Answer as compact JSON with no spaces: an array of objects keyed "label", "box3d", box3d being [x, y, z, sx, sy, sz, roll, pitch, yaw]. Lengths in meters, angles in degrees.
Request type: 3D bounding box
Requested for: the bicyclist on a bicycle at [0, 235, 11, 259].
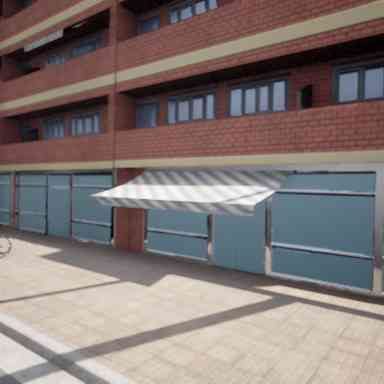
[{"label":"bicyclist on a bicycle","box3d":[-5.556,1.037,8.684,0.582,1.620,1.656,2,1,36]}]
